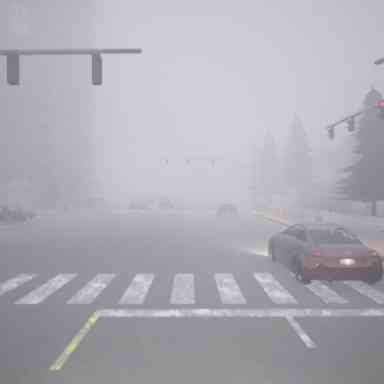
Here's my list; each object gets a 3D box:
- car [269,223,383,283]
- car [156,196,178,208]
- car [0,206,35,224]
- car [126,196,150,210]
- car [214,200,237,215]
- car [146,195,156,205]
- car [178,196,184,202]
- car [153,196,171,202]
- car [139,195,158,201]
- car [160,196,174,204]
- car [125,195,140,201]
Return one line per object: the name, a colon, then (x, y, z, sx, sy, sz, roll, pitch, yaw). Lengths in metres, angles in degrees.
car: (3.590, 1.576, 9.689, 1.994, 1.385, 4.181, 0, 0, 0)
car: (-3.623, 1.409, 48.216, 2.097, 1.767, 4.553, 0, 0, 0)
car: (-14.413, 1.685, 24.797, 4.718, 1.301, 1.895, 0, 0, 4)
car: (-7.121, 1.579, 44.475, 1.812, 1.442, 4.674, 0, 0, 0)
car: (3.569, 1.567, 35.025, 1.812, 1.442, 4.674, 0, 0, 0)
car: (-7.668, 1.564, 61.148, 2.128, 1.511, 4.902, 0, 0, -8)
car: (-3.938, 1.687, 78.322, 1.895, 1.301, 4.718, 0, 0, -39)
car: (-6.944, 1.590, 76.484, 1.837, 1.490, 4.892, 0, 0, -39)
car: (-11.223, 1.538, 85.305, 4.674, 1.442, 1.812, 0, 0, 32)
car: (-4.884, 1.554, 65.243, 1.882, 1.535, 5.008, 0, 0, -14)
car: (-14.605, 1.447, 83.375, 4.553, 1.767, 2.097, 0, 0, 32)
